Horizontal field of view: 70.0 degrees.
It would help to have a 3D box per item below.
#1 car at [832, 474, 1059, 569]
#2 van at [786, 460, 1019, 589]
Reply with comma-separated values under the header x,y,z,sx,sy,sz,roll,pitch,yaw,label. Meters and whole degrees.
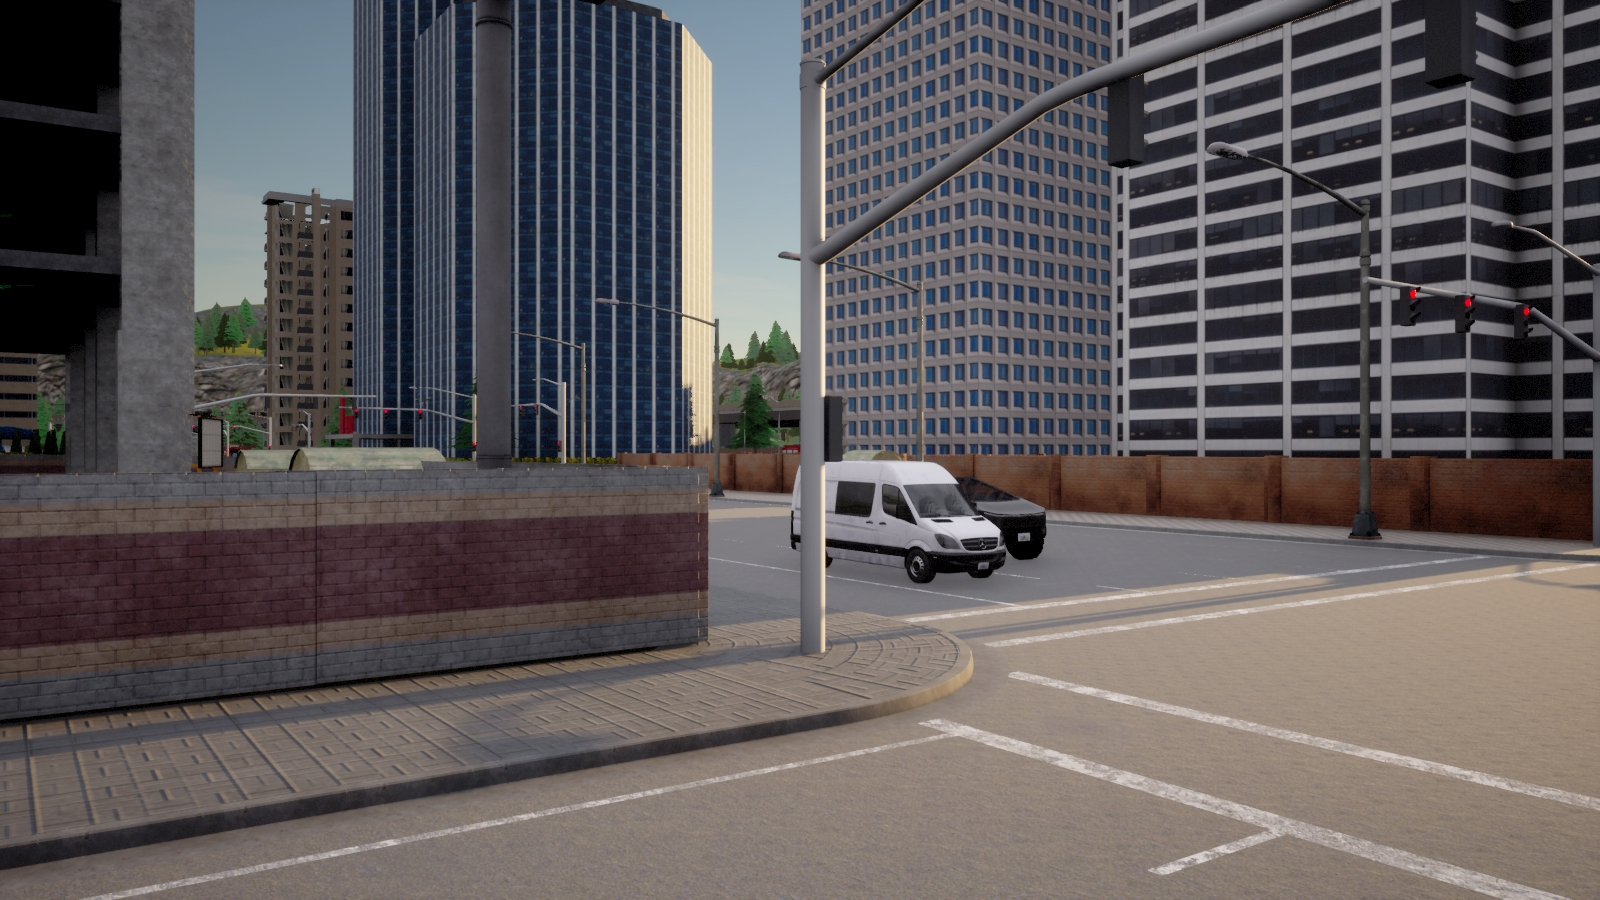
x,y,z,sx,sy,sz,roll,pitch,yaw,label
3.654,1.752,30.193,2.390,2.098,6.274,0,0,-35,car
2.162,1.533,26.216,1.988,2.561,5.915,0,0,-35,van
